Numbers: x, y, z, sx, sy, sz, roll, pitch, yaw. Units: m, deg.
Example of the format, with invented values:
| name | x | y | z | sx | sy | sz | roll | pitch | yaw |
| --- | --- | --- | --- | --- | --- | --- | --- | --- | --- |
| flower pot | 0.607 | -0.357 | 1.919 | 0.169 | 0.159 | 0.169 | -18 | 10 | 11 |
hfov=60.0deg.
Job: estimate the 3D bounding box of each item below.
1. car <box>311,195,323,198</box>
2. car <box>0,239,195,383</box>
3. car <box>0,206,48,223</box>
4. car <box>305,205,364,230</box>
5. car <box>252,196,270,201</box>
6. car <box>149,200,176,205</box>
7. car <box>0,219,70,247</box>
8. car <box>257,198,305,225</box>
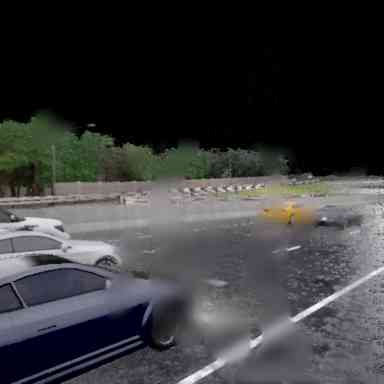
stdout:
| name | x | y | z | sx | sy | sz | roll | pitch | yaw |
| --- | --- | --- | --- | --- | --- | --- | --- | --- | --- |
| car | 22.408 | 1.249 | 59.909 | 1.895 | 1.301 | 4.718 | 0 | 0 | 44 |
| car | -1.908 | 1.563 | 4.527 | 1.994 | 1.385 | 4.181 | 0 | 0 | 44 |
| car | -6.500 | 1.233 | 9.702 | 2.150 | 2.045 | 5.566 | 0 | 0 | 44 |
| car | 9.073 | 1.505 | 20.680 | 1.994 | 1.385 | 4.181 | 0 | 0 | 44 |
| car | 9.889 | 1.350 | 46.967 | 1.812 | 1.442 | 4.674 | 0 | 0 | 44 |
| car | -3.113 | 1.538 | 33.531 | 1.994 | 1.385 | 4.181 | 0 | 0 | 44 |
| car | -3.794 | 1.529 | 7.463 | 1.812 | 1.442 | 4.674 | 0 | 0 | 44 |
| car | 6.963 | 1.424 | 23.532 | 1.882 | 1.535 | 5.008 | 0 | 0 | 44 |
